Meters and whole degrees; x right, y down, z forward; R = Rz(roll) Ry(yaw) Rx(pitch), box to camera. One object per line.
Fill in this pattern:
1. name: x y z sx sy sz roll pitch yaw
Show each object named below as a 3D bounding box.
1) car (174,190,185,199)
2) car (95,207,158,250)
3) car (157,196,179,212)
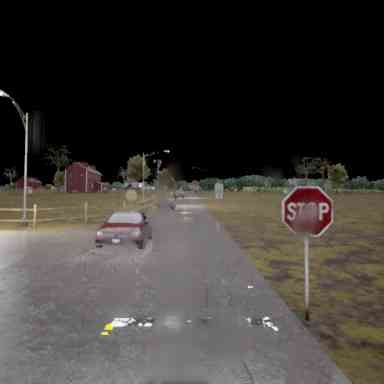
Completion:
1. car: -2.893 0.591 77.545 2.150 2.045 5.566 0 1 0
2. car: -2.747 1.530 14.345 1.812 1.442 4.674 1 -1 0
3. car: -2.794 1.453 37.005 1.895 1.301 4.718 0 1 0
